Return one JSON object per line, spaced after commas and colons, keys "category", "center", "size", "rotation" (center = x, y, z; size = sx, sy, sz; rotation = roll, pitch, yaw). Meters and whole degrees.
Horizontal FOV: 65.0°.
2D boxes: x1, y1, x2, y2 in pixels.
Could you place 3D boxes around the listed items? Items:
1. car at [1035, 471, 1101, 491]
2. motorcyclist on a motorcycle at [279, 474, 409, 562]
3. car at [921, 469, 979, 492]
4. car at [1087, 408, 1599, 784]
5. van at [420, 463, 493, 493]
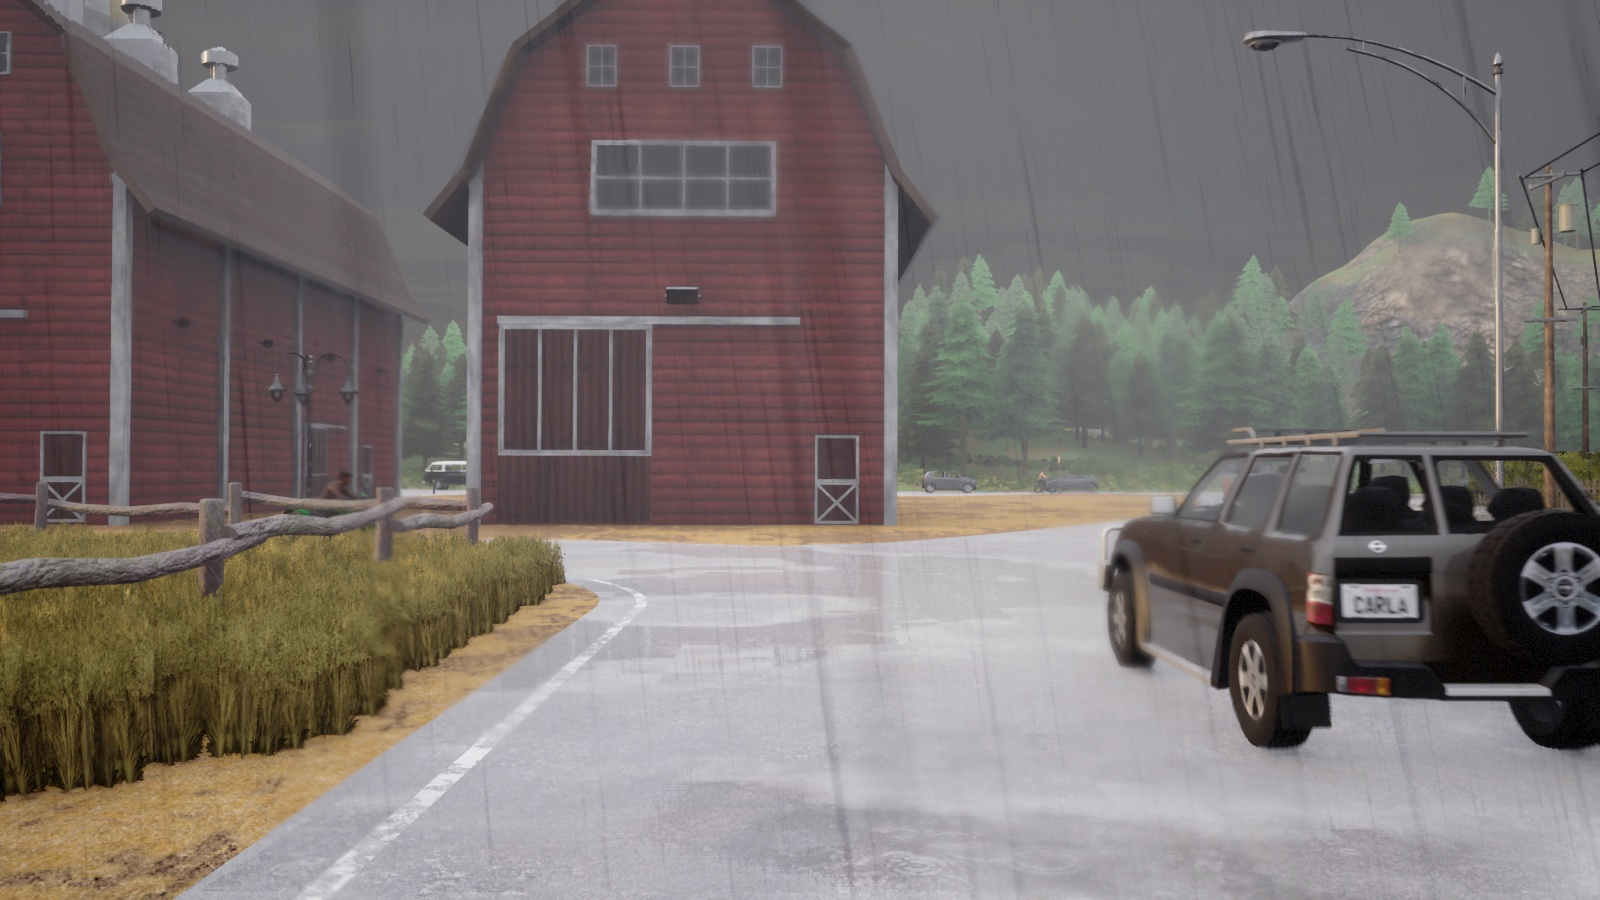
{"category": "car", "center": [18.469, 2.117, 86.722], "size": [4.181, 1.385, 1.994], "rotation": [0, -1, 1]}
{"category": "motorcyclist on a motorcycle", "center": [-8.191, 1.208, 22.593], "size": [2.044, 1.523, 0.797], "rotation": [0, 0, 5]}
{"category": "car", "center": [9.905, 2.043, 83.245], "size": [3.633, 1.501, 1.845], "rotation": [0, -1, 0]}
{"category": "car", "center": [3.464, 0.760, 8.532], "size": [1.932, 1.855, 4.605], "rotation": [0, -1, 0]}
{"category": "van", "center": [-23.717, 1.948, 86.843], "size": [4.480, 2.038, 2.069], "rotation": [0, -1, 0]}
